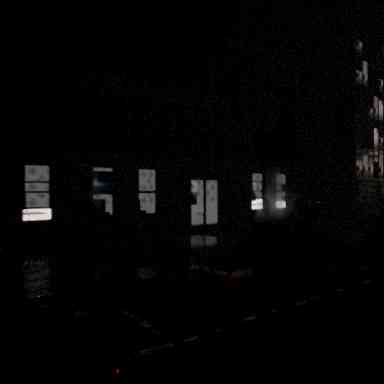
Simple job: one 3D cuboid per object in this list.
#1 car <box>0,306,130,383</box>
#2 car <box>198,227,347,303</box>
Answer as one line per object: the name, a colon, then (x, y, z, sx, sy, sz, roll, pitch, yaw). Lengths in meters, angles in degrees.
car: (-2.658, 1.499, 1.485, 4.902, 1.511, 2.128, 0, 0, -35)
car: (2.100, 1.546, 8.056, 4.206, 1.307, 1.802, 0, 0, -35)
